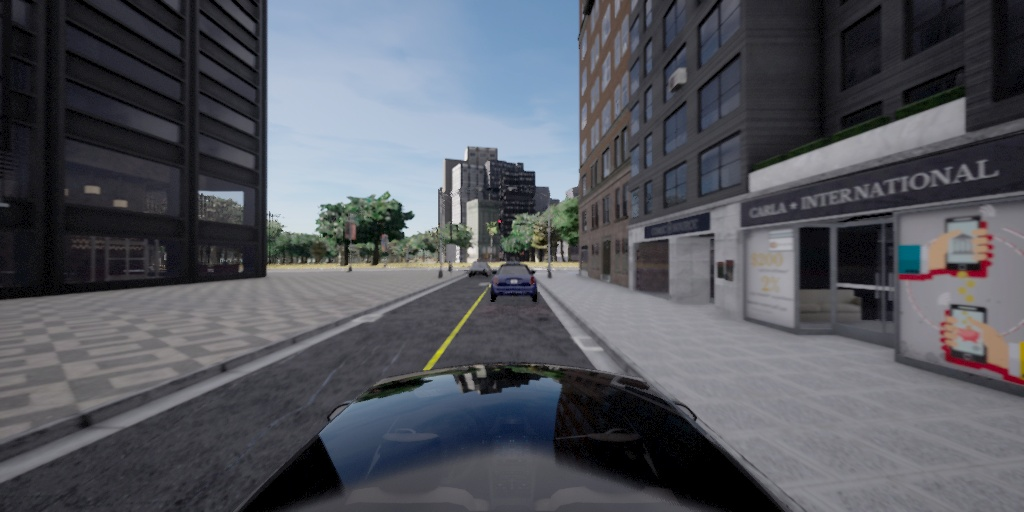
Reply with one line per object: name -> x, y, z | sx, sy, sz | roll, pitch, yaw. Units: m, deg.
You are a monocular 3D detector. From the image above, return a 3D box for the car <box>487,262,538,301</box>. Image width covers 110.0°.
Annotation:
car -> 0.088, 1.125, 17.531 | 2.097, 1.767, 4.553 | 0, 0, 0

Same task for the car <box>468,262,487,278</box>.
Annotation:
car -> -3.065, 1.297, 34.612 | 1.837, 1.490, 4.892 | 0, 0, 1
